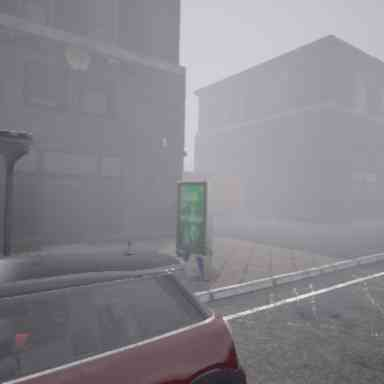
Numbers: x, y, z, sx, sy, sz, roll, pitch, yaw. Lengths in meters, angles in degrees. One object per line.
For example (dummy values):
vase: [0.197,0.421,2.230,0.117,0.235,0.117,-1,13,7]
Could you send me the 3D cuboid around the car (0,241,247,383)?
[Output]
car: [-1.774,1.351,2.421,4.553,1.767,2.097,1,0,-36]
